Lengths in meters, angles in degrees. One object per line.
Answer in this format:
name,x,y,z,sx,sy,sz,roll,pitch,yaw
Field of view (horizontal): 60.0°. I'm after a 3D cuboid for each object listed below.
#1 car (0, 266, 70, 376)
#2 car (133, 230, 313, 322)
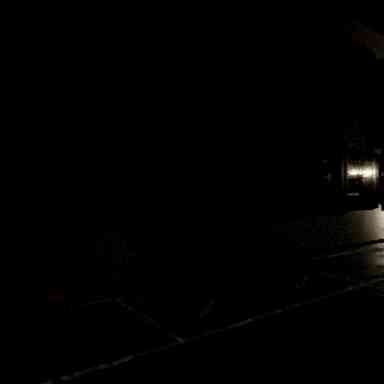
car,-3.694,1.582,4.011,4.206,1.307,1.802,0,0,-36
car,0.866,1.566,7.265,4.313,1.339,1.947,0,0,-36
